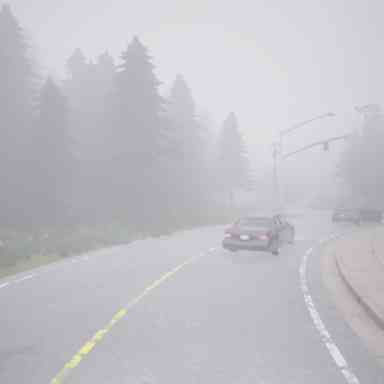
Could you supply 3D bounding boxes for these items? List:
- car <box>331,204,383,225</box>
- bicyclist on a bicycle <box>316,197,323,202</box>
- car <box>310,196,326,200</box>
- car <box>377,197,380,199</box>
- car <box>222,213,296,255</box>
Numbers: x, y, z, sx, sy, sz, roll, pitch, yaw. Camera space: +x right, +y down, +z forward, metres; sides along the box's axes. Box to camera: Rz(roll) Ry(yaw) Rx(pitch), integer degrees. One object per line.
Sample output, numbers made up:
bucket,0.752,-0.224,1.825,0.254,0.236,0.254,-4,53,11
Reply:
car,11.951,1.571,23.996,4.181,1.385,1.994,0,0,-35
bicyclist on a bicycle,18.042,1.478,47.155,1.656,1.620,0.582,0,0,10
car,24.067,1.521,62.845,4.902,1.511,2.128,0,0,-42
car,39.275,1.243,73.201,5.566,2.045,2.150,0,0,-25
car,2.866,1.562,13.384,2.033,1.411,5.357,0,0,26
